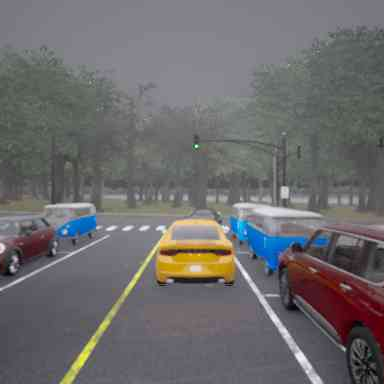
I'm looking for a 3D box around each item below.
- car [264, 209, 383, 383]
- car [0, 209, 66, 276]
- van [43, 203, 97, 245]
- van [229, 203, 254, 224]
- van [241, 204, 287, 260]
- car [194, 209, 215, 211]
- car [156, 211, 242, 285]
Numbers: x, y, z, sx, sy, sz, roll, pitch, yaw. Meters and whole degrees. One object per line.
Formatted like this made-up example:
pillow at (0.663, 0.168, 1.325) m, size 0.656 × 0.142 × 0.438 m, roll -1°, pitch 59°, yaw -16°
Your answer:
car at (2.759, 1.348, 4.891) m, size 2.192 × 1.841 × 5.009 m, roll 0°, pitch 0°, yaw 0°
car at (-5.769, 1.509, 10.323) m, size 1.967 × 1.590 × 4.097 m, roll 0°, pitch 0°, yaw 0°
van at (-5.772, 1.445, 15.762) m, size 1.690 × 1.788 × 3.998 m, roll 0°, pitch 0°, yaw 0°
van at (2.754, 1.445, 15.766) m, size 1.690 × 1.788 × 3.998 m, roll 0°, pitch 0°, yaw 0°
van at (2.756, 1.410, 10.328) m, size 1.690 × 1.788 × 3.998 m, roll 0°, pitch 0°, yaw 0°
car at (0.795, 1.705, 20.454) m, size 1.994 × 1.385 × 4.181 m, roll 0°, pitch -1°, yaw 9°
car at (0.089, 1.542, 9.722) m, size 1.882 × 1.535 × 5.008 m, roll 0°, pitch 0°, yaw 0°
